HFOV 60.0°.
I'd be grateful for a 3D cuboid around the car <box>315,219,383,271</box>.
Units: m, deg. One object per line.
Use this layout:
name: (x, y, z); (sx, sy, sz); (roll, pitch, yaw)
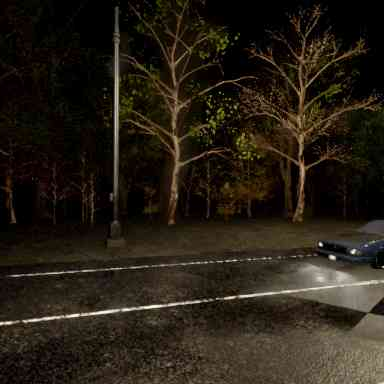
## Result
car: (6.786, 1.605, 10.923); (5.357, 1.411, 2.033); (0, 0, -18)
